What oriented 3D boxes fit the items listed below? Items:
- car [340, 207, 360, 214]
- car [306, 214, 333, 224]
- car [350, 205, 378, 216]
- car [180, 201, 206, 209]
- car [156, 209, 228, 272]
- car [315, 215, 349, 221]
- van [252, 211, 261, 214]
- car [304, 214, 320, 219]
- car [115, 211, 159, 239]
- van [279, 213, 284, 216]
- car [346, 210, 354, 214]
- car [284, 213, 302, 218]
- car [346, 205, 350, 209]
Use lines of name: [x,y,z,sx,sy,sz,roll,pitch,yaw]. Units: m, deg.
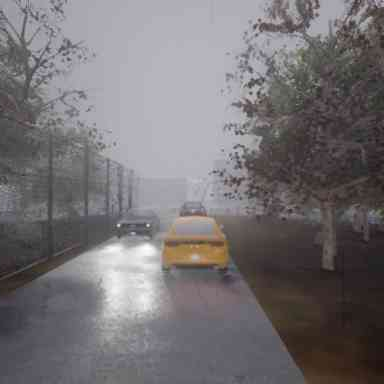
car: [40.759,4.752,85.808,4.674,1.452,2.002,-1,0,-17]
car: [23.477,4.878,61.603,2.163,1.488,4.792,0,-1,-18]
car: [40.242,4.508,76.787,5.566,2.045,2.435,-1,1,-17]
car: [0.082,1.524,28.013,2.097,1.767,4.553,0,0,0]
car: [0.083,1.546,11.098,1.882,1.535,5.008,0,0,0]
car: [19.815,4.693,44.754,2.435,2.045,5.566,0,1,-18]
van: [11.584,4.627,62.100,1.878,1.987,4.442,0,0,-18]
car: [20.512,4.598,61.689,2.435,2.045,5.566,0,-1,-18]
car: [-2.846,1.714,18.321,1.895,1.301,4.718,0,0,0]
van: [14.542,4.626,62.007,1.878,1.987,4.442,0,0,-18]
car: [26.394,4.597,61.552,2.435,2.045,5.566,0,0,-18]
car: [17.554,4.599,61.782,2.435,2.045,5.566,0,-1,-18]
car: [40.775,4.722,82.861,5.366,1.575,1.946,-1,0,-17]
